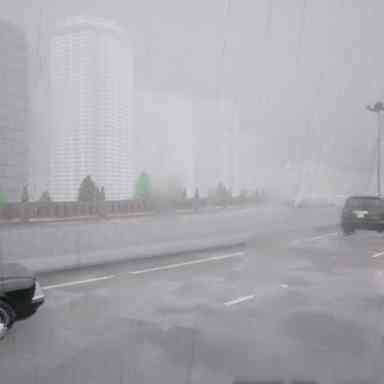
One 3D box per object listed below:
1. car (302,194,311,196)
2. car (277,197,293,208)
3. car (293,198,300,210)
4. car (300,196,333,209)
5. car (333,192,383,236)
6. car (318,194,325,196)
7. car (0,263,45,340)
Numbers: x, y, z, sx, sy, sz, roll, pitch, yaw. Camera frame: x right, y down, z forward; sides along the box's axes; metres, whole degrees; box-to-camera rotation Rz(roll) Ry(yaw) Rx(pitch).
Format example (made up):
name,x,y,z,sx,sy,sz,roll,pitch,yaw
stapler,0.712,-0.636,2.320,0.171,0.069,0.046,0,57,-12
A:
name,x,y,z,sx,sy,sz,roll,pitch,yaw
car,28.868,1.250,83.722,1.882,1.535,5.008,0,0,22
car,13.122,1.433,46.025,1.837,1.490,4.892,0,0,28
car,14.198,1.487,40.856,1.994,1.385,4.181,0,0,30
car,12.155,1.412,31.450,1.882,1.535,5.008,0,0,36
car,9.597,1.170,17.195,2.150,2.045,5.566,0,0,44
car,30.593,1.300,78.562,2.128,1.511,4.902,0,0,22
car,-4.758,1.629,4.773,4.718,1.301,1.895,0,0,-35
